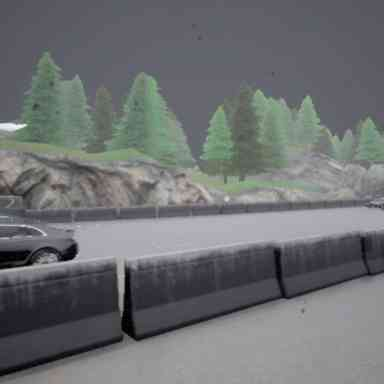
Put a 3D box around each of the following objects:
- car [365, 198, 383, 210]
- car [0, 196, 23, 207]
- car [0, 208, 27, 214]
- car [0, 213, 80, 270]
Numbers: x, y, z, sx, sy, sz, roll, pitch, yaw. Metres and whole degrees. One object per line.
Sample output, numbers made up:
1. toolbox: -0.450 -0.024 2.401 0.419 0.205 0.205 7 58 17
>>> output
1. car: 24.554 1.492 42.936 5.357 1.411 2.033 -1 0 -35
2. car: -11.600 1.224 17.215 5.566 2.045 2.150 0 0 -35
3. car: -7.527 1.494 11.521 4.902 1.511 2.128 0 0 -35
4. car: -5.493 1.494 8.672 4.902 1.511 2.128 0 0 -35
